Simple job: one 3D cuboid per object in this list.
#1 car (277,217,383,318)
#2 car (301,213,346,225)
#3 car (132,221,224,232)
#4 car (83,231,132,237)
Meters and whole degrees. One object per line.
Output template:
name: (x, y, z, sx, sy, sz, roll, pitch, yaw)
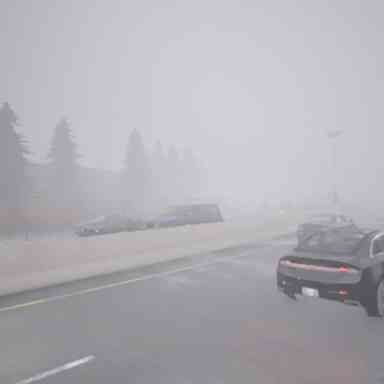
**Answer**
car: (3.812, 1.573, 7.696, 2.128, 1.511, 4.902, -3, -2, 44)
car: (6.622, 1.720, 16.056, 1.812, 1.442, 4.674, -3, -2, 40)
car: (-0.385, 1.676, 18.843, 2.150, 2.045, 5.566, -3, -2, 41)
car: (-4.173, 2.185, 19.816, 1.895, 1.301, 4.718, -3, -2, 42)
